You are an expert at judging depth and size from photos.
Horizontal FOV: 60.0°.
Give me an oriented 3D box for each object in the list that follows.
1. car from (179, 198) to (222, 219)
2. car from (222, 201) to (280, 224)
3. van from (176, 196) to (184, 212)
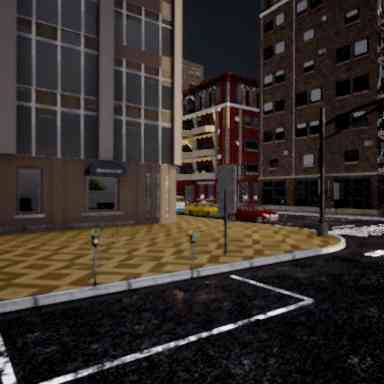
[{"bbox_3d":[1.209,1.466,28.635,1.752,1.417,4.829,0,0,-36],"label":"car"},{"bbox_3d":[4.409,1.533,24.171,1.802,1.307,4.206,0,0,-36],"label":"car"},{"bbox_3d":[-2.190,1.273,33.376,1.690,1.788,3.998,0,0,-36],"label":"van"}]
